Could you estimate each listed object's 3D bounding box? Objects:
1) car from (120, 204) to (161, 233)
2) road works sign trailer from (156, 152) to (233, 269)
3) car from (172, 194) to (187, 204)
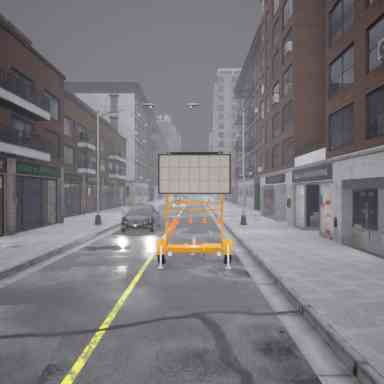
[{"bbox_3d":[-2.949,1.501,19.762,1.837,1.490,4.892,0,0,0],"label":"car"},{"bbox_3d":[0.084,0.463,11.170,2.380,3.560,2.880,0,0,0],"label":"road works sign trailer"},{"bbox_3d":[-2.581,1.313,62.340,2.097,1.767,4.553,0,0,1],"label":"car"}]
